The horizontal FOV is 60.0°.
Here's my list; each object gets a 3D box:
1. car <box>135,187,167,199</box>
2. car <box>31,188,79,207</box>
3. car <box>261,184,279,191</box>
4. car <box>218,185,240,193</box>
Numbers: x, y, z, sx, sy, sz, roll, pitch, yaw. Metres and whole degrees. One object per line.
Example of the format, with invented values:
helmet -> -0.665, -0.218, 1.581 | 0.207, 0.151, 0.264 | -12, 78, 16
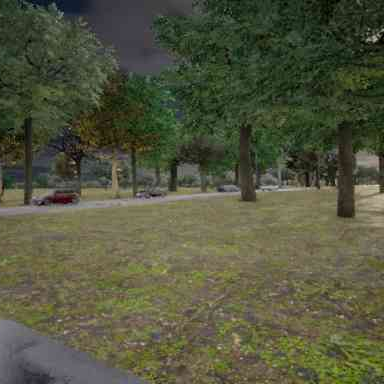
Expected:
car -> -5.472, 0.120, 44.827 | 2.128, 1.511, 4.902 | -1, 2, 38
car -> -13.930, 0.523, 33.853 | 2.097, 1.767, 4.553 | -1, 2, 38
car -> 15.494, -0.862, 66.006 | 1.895, 1.301, 4.718 | -1, 2, 37
car -> 6.770, -0.556, 60.572 | 2.033, 1.411, 5.357 | -1, 2, 38
